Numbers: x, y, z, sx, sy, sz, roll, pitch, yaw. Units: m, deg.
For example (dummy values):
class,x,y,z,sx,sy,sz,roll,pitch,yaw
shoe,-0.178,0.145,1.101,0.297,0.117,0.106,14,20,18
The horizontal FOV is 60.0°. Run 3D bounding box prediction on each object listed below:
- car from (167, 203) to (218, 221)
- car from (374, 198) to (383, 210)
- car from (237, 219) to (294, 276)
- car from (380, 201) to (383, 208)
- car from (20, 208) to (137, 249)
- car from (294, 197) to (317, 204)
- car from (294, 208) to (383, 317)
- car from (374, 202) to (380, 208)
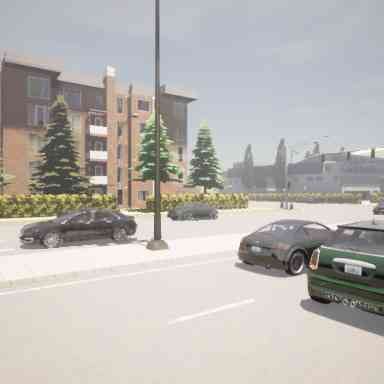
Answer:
class,x,y,z,sx,sy,sz,roll,pitch,yaw
car,0.101,1.564,26.778,4.181,1.385,1.994,0,0,-36
car,26.293,1.564,43.607,4.181,1.385,1.994,0,0,-19
car,3.425,1.564,10.467,4.181,1.385,1.994,0,0,-36
car,11.475,1.352,16.254,4.553,1.767,2.097,0,0,-36
car,-4.846,1.505,14.654,4.892,1.490,1.837,0,0,-35
car,21.365,1.564,62.598,1.994,1.385,4.181,0,0,-34
car,4.486,1.352,6.933,4.553,1.767,2.097,0,0,-36
car,19.379,1.564,32.389,4.181,1.385,1.994,0,0,-38
